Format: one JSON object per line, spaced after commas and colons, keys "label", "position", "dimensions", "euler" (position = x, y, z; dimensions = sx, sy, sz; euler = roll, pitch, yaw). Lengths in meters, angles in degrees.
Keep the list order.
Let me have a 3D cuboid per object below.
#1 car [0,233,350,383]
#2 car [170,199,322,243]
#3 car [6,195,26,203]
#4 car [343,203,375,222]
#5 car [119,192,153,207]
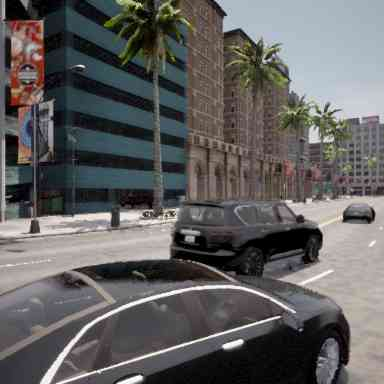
{"label": "car", "position": [-0.217, 1.503, 3.491], "dimensions": [4.892, 1.490, 1.837], "euler": [0, 1, -37]}
{"label": "car", "position": [1.824, 1.215, 9.870], "dimensions": [2.150, 2.045, 5.566], "euler": [1, 0, 44]}
{"label": "car", "position": [-33.417, 1.341, 61.943], "dimensions": [2.161, 1.482, 4.786], "euler": [0, 0, 32]}
{"label": "car", "position": [13.124, 1.552, 26.056], "dimensions": [1.994, 1.385, 4.181], "euler": [0, 0, 32]}
{"label": "car", "position": [-7.689, 0.987, 46.314], "dimensions": [2.435, 2.045, 5.566], "euler": [0, 0, 32]}
